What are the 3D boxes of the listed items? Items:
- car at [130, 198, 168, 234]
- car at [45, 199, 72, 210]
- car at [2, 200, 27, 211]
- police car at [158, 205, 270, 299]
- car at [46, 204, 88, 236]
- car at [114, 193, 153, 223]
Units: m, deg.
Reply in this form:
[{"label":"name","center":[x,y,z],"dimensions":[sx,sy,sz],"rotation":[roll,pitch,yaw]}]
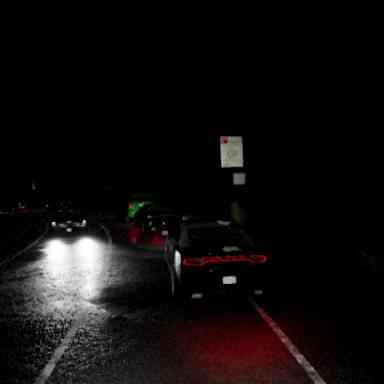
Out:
[{"label":"car","center":[-2.053,1.356,18.589],"dimensions":[1.882,1.535,5.008],"rotation":[-2,1,-18]},{"label":"car","center":[-17.052,1.650,42.281],"dimensions":[4.902,1.511,2.128],"rotation":[-2,2,45]},{"label":"car","center":[-27.562,2.093,51.563],"dimensions":[4.892,1.490,1.837],"rotation":[-3,2,34]},{"label":"police car","center":[0.295,1.360,8.523],"dimensions":[1.930,1.638,5.238],"rotation":[-1,0,-8]},{"label":"car","center":[-6.837,1.602,18.661],"dimensions":[1.895,1.301,4.718],"rotation":[-2,0,-19]},{"label":"car","center":[-4.263,1.091,24.487],"dimensions":[2.150,2.045,5.566],"rotation":[-2,1,-23]}]
